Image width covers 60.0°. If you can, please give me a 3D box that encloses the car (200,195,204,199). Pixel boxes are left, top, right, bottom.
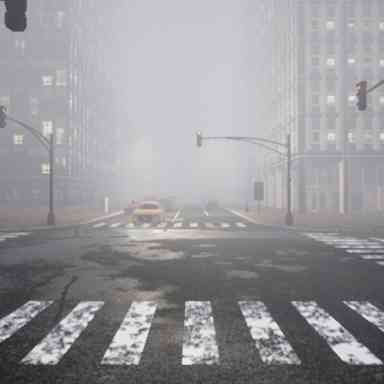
[{"bbox_3d":[2.755,1.519,56.356,1.752,1.417,4.829,1,0,0],"label":"car"}]

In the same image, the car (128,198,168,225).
[{"bbox_3d":[-3.074,1.475,24.259,1.882,1.535,5.008,0,0,0],"label":"car"}]

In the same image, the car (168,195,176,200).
[{"bbox_3d":[-5.592,1.558,95.152,1.947,1.339,4.313,1,0,0],"label":"car"}]

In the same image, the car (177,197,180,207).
[{"bbox_3d":[-3.039,1.346,52.112,2.097,1.767,4.553,0,0,1],"label":"car"}]

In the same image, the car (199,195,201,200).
[{"bbox_3d":[2.759,1.559,61.763,1.947,1.339,4.313,1,0,0],"label":"car"}]

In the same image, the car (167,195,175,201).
[{"bbox_3d":[-5.596,1.543,89.577,2.008,1.369,4.403,1,0,0],"label":"car"}]

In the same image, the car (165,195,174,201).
[{"bbox_3d":[-5.601,1.537,84.002,1.887,1.381,4.507,1,0,0],"label":"car"}]

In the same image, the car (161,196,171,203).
[{"bbox_3d":[-5.611,1.537,72.851,1.887,1.381,4.507,1,0,0],"label":"car"}]

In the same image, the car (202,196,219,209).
[{"bbox_3d":[2.743,1.577,45.030,1.802,1.307,4.206,1,0,0],"label":"car"}]

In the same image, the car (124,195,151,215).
[{"bbox_3d":[-5.644,1.436,33.825,1.967,1.590,4.097,1,0,0],"label":"car"}]

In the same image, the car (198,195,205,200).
[{"bbox_3d":[2.789,1.537,95.226,1.887,1.381,4.507,1,0,0],"label":"car"}]

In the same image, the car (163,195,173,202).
[{"bbox_3d":[-5.606,1.543,78.426,2.008,1.369,4.403,1,0,0],"label":"car"}]

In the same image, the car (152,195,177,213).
[{"bbox_3d":[-3.060,1.473,37.598,1.882,1.535,5.008,0,0,0],"label":"car"}]

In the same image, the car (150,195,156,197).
[{"bbox_3d":[-5.631,1.310,44.976,2.192,1.841,5.009,1,0,0],"label":"car"}]
